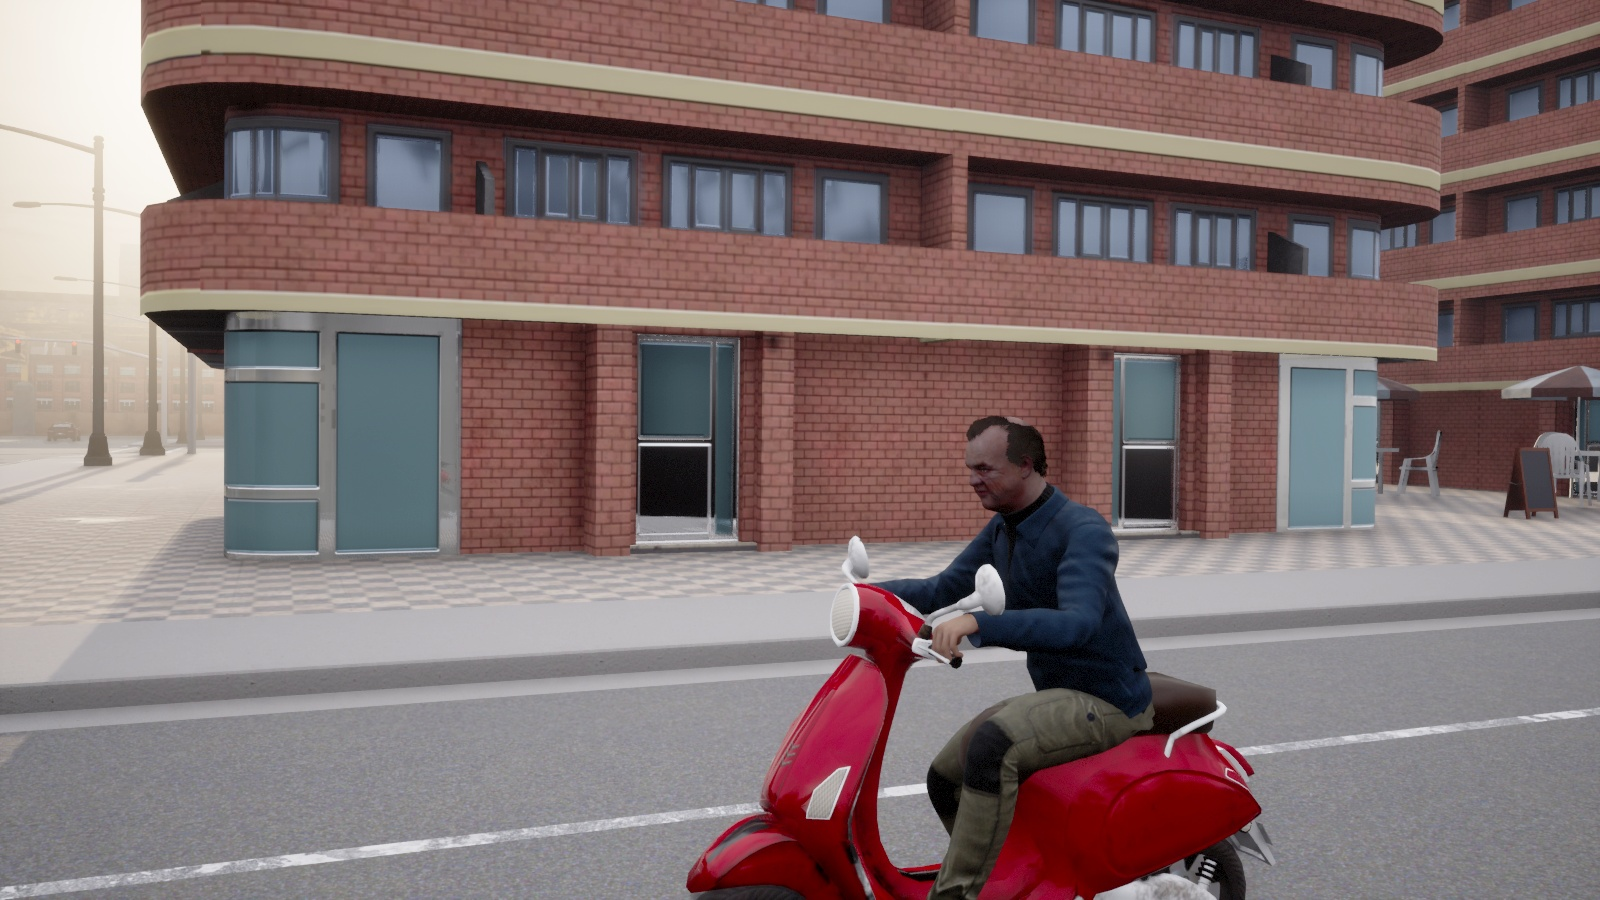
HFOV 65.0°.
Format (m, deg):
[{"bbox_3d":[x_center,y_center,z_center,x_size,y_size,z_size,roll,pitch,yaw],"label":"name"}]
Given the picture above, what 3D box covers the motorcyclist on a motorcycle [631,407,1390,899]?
[{"bbox_3d":[0.546,0.691,3.382,1.817,1.590,0.866,-1,1,-21],"label":"motorcyclist on a motorcycle"}]
